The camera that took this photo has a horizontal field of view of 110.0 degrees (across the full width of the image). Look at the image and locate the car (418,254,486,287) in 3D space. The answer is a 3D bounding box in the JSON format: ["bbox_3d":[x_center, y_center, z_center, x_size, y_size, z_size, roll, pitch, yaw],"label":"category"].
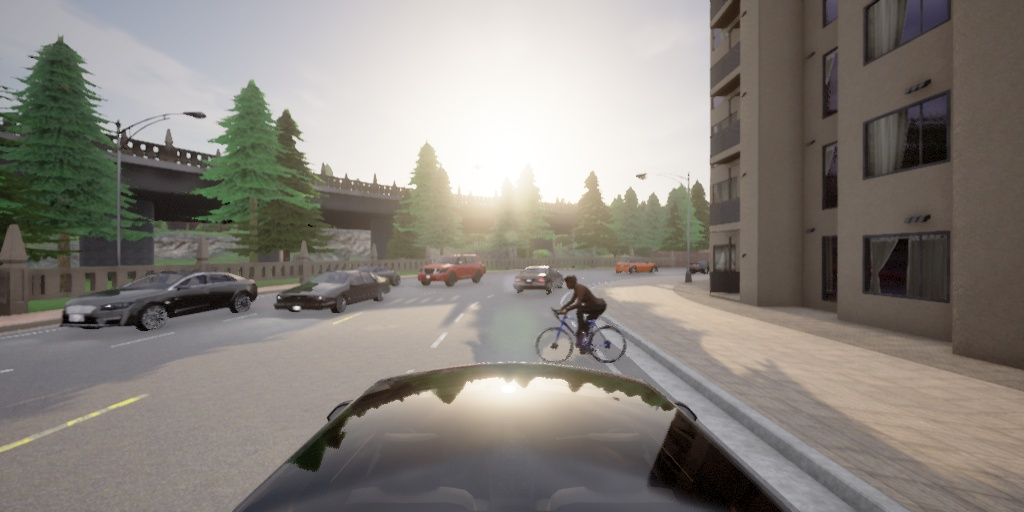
[{"bbox_3d":[-3.982,0.902,24.355,2.150,2.045,5.566,0,0,24],"label":"car"}]

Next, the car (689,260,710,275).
[{"bbox_3d":[20.432,1.137,36.640,4.902,1.511,2.128,0,0,-14],"label":"car"}]

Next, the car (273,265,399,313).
[{"bbox_3d":[-6.602,1.260,14.055,2.033,1.411,5.357,0,0,5],"label":"car"}]

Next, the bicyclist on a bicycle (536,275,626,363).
[{"bbox_3d":[1.242,1.162,6.516,1.656,1.620,0.582,-1,0,0],"label":"bicyclist on a bicycle"}]

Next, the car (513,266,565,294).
[{"bbox_3d":[1.626,1.242,19.887,2.033,1.411,5.357,0,0,18],"label":"car"}]

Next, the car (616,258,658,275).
[{"bbox_3d":[13.080,0.995,37.547,4.553,1.767,2.097,0,0,-29],"label":"car"}]

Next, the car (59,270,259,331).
[{"bbox_3d":[-10.252,1.213,11.014,2.128,1.511,4.902,0,0,4],"label":"car"}]

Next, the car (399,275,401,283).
[{"bbox_3d":[-8.579,1.253,21.616,1.994,1.385,4.181,0,0,17],"label":"car"}]
